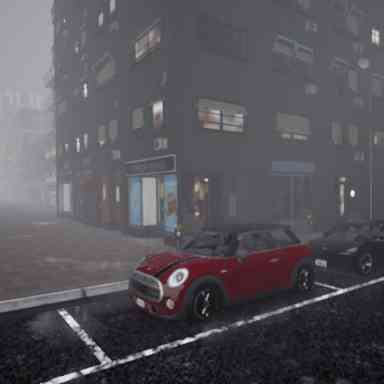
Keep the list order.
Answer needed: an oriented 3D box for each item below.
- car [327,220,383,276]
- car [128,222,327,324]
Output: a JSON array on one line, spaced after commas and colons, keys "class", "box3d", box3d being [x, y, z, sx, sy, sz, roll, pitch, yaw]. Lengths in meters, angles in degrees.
[{"class": "car", "box3d": [5.280, 1.555, 10.300, 4.313, 1.339, 1.947, 0, -1, -35]}, {"class": "car", "box3d": [0.709, 1.435, 7.063, 4.097, 1.590, 1.967, 0, -1, -35]}]
